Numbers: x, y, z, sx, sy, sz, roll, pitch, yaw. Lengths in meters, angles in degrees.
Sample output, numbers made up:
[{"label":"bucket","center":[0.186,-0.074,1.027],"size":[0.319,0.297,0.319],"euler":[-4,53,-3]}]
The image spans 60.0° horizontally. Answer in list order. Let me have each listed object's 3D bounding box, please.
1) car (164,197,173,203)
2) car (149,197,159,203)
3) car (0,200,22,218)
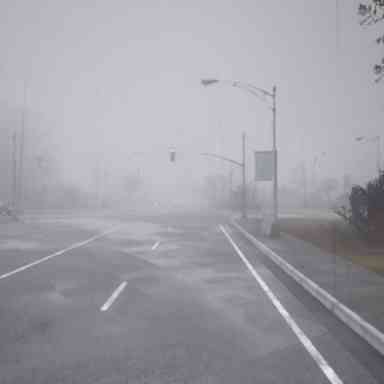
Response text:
[{"label":"car","center":[-5.671,1.945,80.899],"size":[2.033,1.411,5.357],"euler":[0,0,1]},{"label":"car","center":[-9.172,1.931,80.858],"size":[1.812,1.442,4.674],"euler":[0,0,1]},{"label":"car","center":[-19.175,1.539,32.555],"size":[4.553,1.767,2.097],"euler":[0,0,-2]}]
